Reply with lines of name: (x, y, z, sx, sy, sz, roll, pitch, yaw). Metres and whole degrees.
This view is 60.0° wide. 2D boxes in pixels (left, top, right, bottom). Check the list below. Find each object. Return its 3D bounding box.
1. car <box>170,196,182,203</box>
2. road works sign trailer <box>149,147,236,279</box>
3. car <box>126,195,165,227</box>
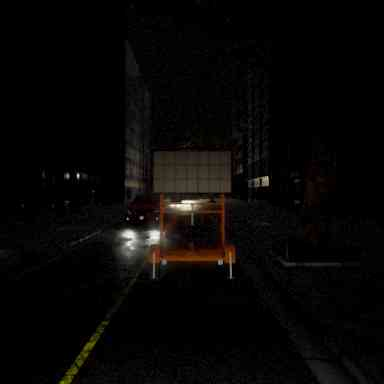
car: (-2.995, 1.489, 62.204, 2.128, 1.511, 4.902, 0, 0, 0)
road works sign trailer: (0.011, 0.464, 10.002, 2.380, 3.560, 2.880, 0, 0, 0)
car: (-3.076, 1.221, 23.132, 2.150, 2.045, 5.566, 0, 0, 0)
